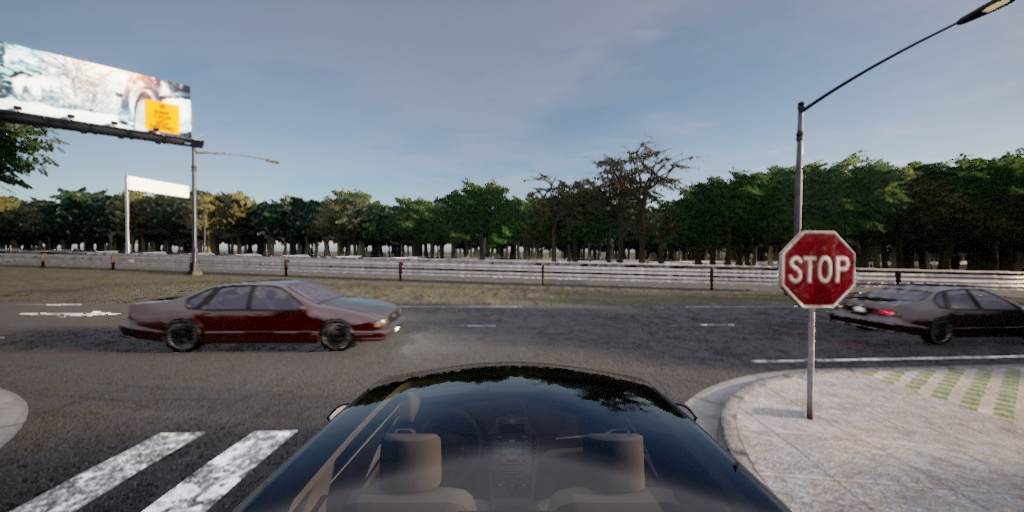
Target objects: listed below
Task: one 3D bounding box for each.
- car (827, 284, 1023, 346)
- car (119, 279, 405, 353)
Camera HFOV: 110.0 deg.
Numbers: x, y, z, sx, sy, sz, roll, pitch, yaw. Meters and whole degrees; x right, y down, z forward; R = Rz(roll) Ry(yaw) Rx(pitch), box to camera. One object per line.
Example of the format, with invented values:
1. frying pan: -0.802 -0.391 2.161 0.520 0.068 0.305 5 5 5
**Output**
1. car: 11.599 1.481 9.683 5.357 1.411 2.033 1 1 -7
2. car: -5.310 1.256 8.122 5.357 1.411 2.033 1 1 -4
